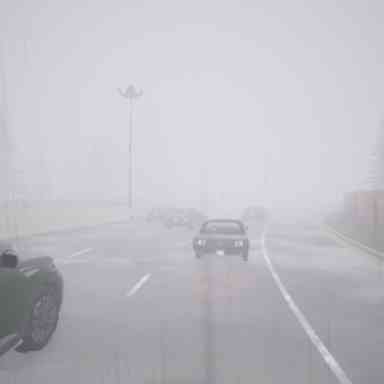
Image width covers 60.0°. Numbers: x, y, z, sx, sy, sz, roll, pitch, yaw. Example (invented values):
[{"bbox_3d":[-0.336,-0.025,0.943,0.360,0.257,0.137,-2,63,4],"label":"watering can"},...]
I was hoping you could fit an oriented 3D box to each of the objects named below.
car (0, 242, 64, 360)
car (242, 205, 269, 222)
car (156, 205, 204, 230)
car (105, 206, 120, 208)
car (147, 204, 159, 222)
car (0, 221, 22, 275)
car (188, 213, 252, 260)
[{"bbox_3d":[-3.249,1.229,3.109,2.150,2.045,5.566,0,0,2],"label":"car"},{"bbox_3d":[5.685,1.832,29.710,1.994,1.385,4.181,0,0,20],"label":"car"},{"bbox_3d":[-0.347,1.724,22.439,2.033,1.411,5.357,0,0,15],"label":"car"},{"bbox_3d":[-9.023,1.872,40.652,1.895,1.301,4.718,0,-1,24],"label":"car"},{"bbox_3d":[-2.226,1.775,28.203,1.994,1.385,4.181,0,0,17],"label":"car"},{"bbox_3d":[-6.466,1.572,7.612,2.033,1.411,5.357,0,0,5],"label":"car"},{"bbox_3d":[1.268,1.712,13.047,1.895,1.301,4.718,0,0,9],"label":"car"}]
